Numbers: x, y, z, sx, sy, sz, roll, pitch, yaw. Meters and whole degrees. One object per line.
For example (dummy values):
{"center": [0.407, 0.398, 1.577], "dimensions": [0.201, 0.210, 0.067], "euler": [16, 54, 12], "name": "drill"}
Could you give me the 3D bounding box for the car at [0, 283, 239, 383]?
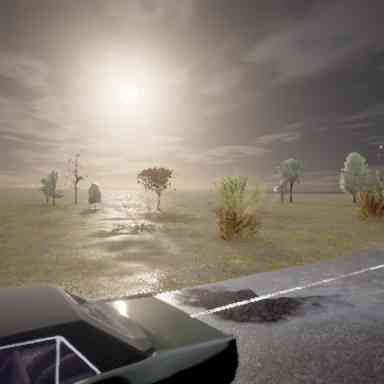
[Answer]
{"center": [-1.954, 1.601, 2.599], "dimensions": [4.718, 1.301, 1.895], "euler": [0, 0, -35], "name": "car"}
